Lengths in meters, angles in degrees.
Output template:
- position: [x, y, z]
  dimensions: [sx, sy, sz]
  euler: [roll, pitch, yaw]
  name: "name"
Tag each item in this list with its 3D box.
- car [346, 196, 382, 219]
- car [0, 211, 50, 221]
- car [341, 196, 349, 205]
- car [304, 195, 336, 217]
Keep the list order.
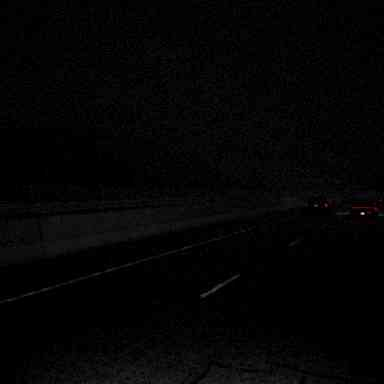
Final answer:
- position: [13.554, 1.253, 26.106]
  dimensions: [1.837, 1.490, 4.892]
  euler: [-1, 1, 31]
  name: "car"
- position: [-8.587, 1.657, 16.267]
  dimensions: [1.994, 1.385, 4.181]
  euler: [-1, 0, 31]
  name: "car"
- position: [23.879, 1.300, 50.431]
  dimensions: [1.994, 1.385, 4.181]
  euler: [-1, -1, 31]
  name: "car"
- position: [11.256, 1.132, 29.090]
  dimensions: [2.097, 1.767, 4.553]
  euler: [-1, 0, 31]
  name: "car"
